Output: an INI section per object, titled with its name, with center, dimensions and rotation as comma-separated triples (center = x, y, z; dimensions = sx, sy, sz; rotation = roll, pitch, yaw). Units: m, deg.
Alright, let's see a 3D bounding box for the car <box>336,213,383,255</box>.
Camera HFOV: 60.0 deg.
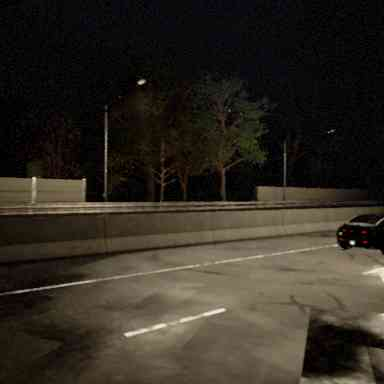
[car]
center = 7.982, 1.652, 13.860
dimensions = 4.892, 1.490, 1.837
rotation = 0, 0, -35
